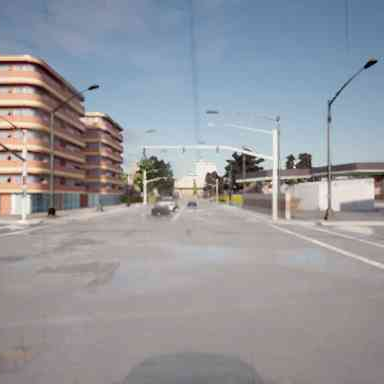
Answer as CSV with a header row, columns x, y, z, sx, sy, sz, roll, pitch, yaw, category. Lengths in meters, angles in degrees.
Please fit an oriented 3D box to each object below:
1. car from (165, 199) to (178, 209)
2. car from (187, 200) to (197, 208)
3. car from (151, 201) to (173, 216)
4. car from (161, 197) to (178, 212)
x,y,z,sx,sy,sz,roll,pitch,yaw,category
-3.531,2.050,58.278,2.097,1.767,4.553,0,-1,0,car
0.026,2.314,65.652,1.812,1.442,4.674,0,-1,0,car
-3.583,2.058,38.123,1.895,1.301,4.718,0,-1,0,car
-3.573,1.799,48.150,2.150,2.045,5.566,0,-1,0,car
